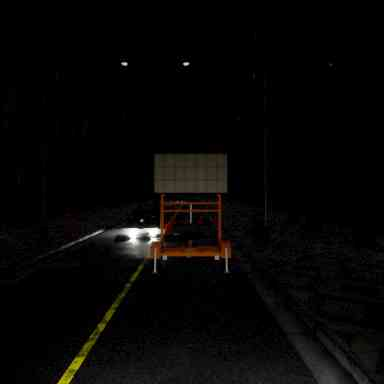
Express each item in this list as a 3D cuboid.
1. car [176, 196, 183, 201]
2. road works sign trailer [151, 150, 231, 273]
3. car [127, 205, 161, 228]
[{"bbox_3d":[-3.334,1.753,90.971,2.033,1.411,5.357,0,0,0],"label":"car"},{"bbox_3d":[-0.036,0.467,10.651,2.380,3.560,2.880,0,0,0],"label":"road works sign trailer"},{"bbox_3d":[-3.080,1.573,22.452,1.994,1.385,4.181,0,0,0],"label":"car"}]
